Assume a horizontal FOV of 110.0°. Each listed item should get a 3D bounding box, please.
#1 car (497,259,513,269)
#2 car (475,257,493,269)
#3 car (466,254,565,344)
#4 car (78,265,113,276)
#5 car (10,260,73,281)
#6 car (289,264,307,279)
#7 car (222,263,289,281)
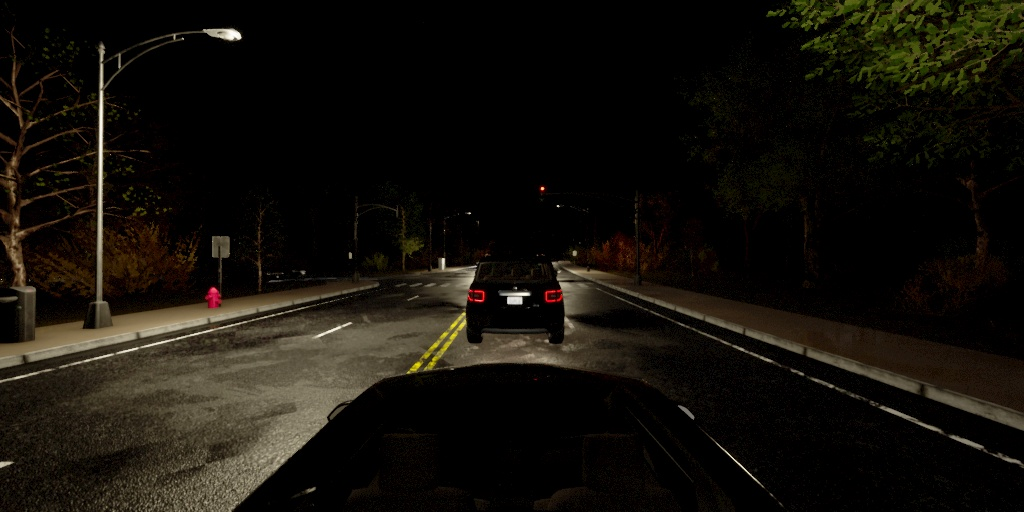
[{"bbox_3d":[-1.077,1.179,56.809,2.128,1.511,4.902,0,0,5],"label":"car"},{"bbox_3d":[-4.354,1.043,56.588,2.097,1.767,4.553,0,0,5],"label":"car"},{"bbox_3d":[0.109,0.972,9.741,2.150,2.045,5.566,0,0,1],"label":"car"},{"bbox_3d":[-45.522,1.677,38.827,4.902,1.511,2.128,-1,-1,10],"label":"car"},{"bbox_3d":[-47.313,1.393,35.846,5.566,2.045,2.150,-1,-1,10],"label":"car"},{"bbox_3d":[-22.447,1.439,34.844,4.902,1.511,2.128,-1,-1,10],"label":"car"},{"bbox_3d":[-23.028,1.467,31.645,5.357,1.411,2.033,-1,-1,10],"label":"car"}]
